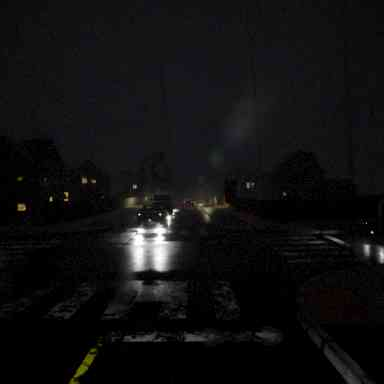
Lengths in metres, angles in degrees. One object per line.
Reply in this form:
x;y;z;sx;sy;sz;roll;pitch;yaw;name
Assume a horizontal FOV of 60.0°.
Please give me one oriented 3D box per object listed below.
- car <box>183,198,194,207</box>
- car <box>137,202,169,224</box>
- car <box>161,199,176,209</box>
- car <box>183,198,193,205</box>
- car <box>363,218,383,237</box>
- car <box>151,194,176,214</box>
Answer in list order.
-0.643;1.789;56.872;1.895;1.301;4.718;0;0;-1;car
-2.969;1.633;24.985;1.895;1.301;4.718;0;0;-2;car
-3.344;1.730;48.121;1.895;1.301;4.718;0;0;-1;car
-0.820;1.873;66.900;1.895;1.301;4.718;0;0;-2;car
10.499;1.326;14.483;5.357;1.411;2.033;-1;2;0;car
-3.163;1.289;35.961;2.150;2.045;5.566;0;0;-1;car
